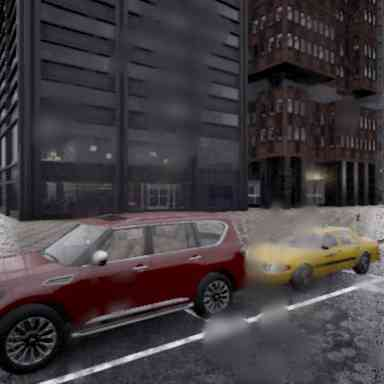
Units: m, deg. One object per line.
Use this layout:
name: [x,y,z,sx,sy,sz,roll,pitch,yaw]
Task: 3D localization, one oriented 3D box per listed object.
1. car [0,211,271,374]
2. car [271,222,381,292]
car: [-1.208,1.317,5.791,5.009,1.841,2.192,0,0,-36]
car: [3.245,1.532,8.968,4.829,1.417,1.752,0,0,-36]
